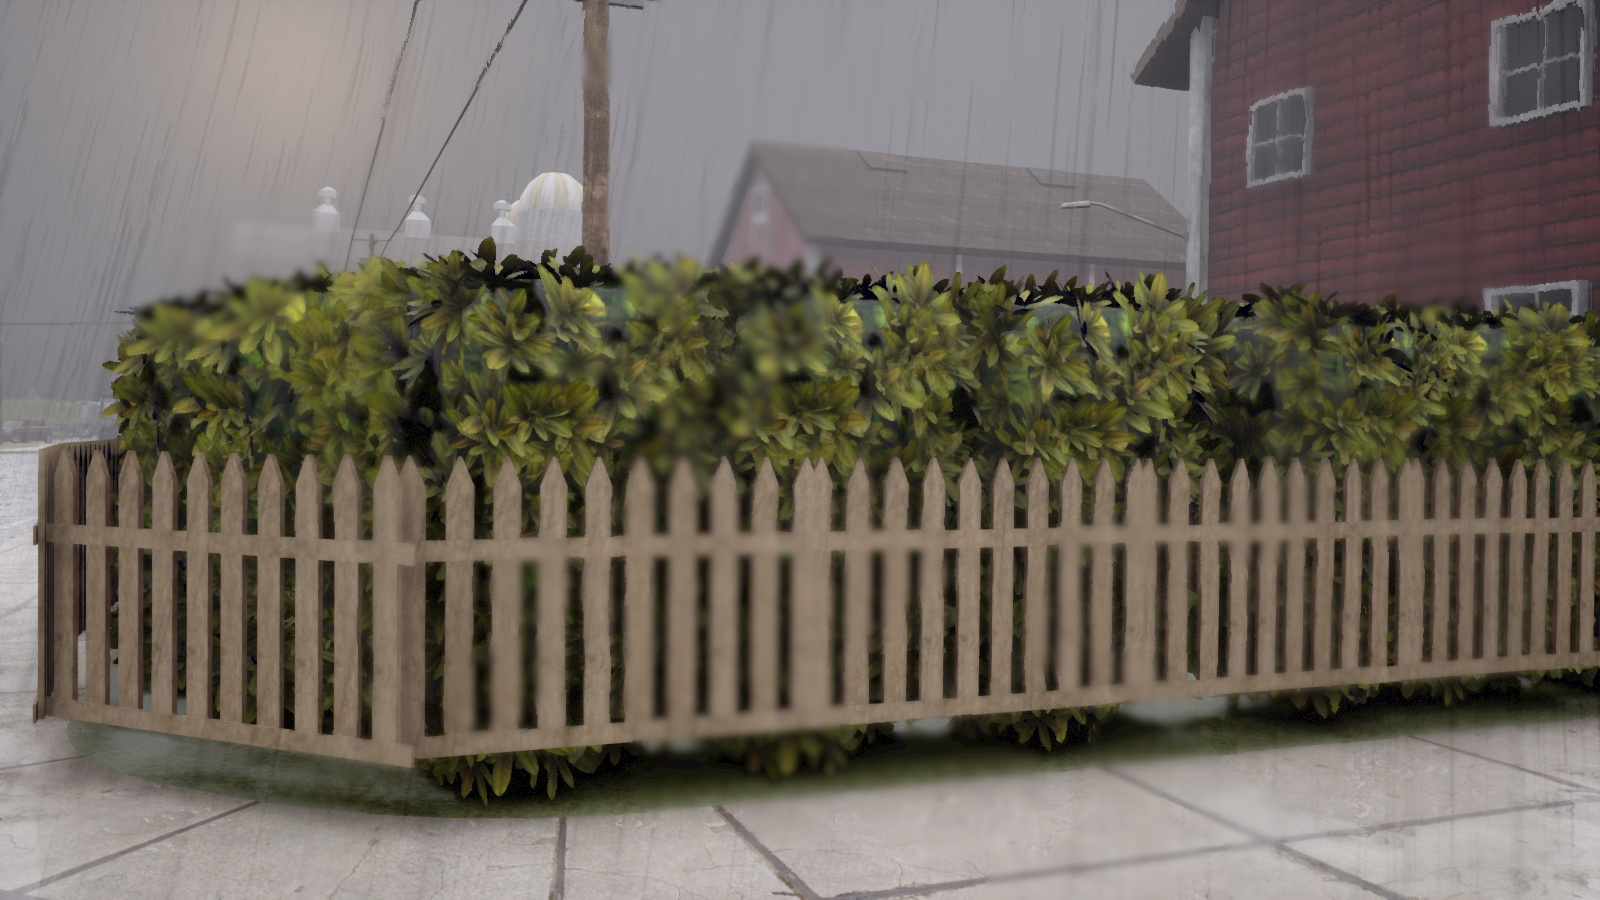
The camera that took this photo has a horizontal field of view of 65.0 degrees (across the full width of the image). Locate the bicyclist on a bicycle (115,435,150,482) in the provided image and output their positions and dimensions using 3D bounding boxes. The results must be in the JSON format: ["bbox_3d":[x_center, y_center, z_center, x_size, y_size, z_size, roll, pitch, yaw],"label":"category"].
[{"bbox_3d":[-23.315,0.272,43.889,0.866,1.612,1.509,-1,1,-21],"label":"bicyclist on a bicycle"}]

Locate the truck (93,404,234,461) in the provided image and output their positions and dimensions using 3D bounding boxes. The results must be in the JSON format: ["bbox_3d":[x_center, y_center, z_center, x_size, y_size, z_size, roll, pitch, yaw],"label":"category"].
[{"bbox_3d":[-40.661,-1.107,80.296,7.936,3.462,2.891,-1,1,13],"label":"truck"}]

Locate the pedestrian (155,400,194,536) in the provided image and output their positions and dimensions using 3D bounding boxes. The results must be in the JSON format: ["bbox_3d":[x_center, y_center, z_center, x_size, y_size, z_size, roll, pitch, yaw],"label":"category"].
[{"bbox_3d":[-9.216,0.252,18.513,0.423,1.949,0.788,-1,1,-22],"label":"pedestrian"}]
